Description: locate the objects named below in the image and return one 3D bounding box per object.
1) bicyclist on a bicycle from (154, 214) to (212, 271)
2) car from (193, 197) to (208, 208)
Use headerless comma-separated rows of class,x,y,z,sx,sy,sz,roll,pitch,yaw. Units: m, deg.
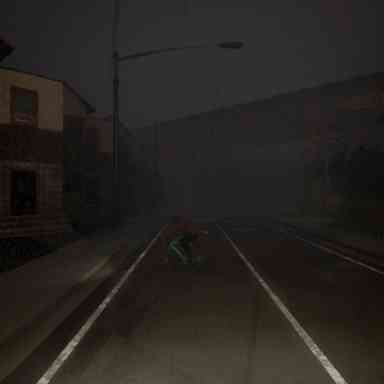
bicyclist on a bicycle,-0.282,1.455,9.418,1.656,1.620,0.582,-2,0,0
car,1.271,1.478,47.791,1.882,1.535,5.008,0,0,7
